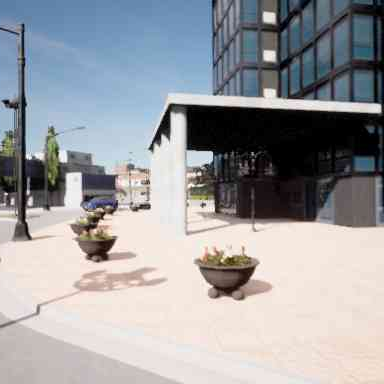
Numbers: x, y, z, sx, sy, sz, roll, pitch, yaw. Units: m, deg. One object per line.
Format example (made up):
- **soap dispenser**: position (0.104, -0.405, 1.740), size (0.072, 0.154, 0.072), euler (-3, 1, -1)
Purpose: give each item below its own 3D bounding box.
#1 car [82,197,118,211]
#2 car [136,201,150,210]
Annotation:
- **car**: position (-13.100, 1.704, 47.655), size (2.150, 2.045, 5.566), euler (-1, 0, 30)
- **car**: position (-7.060, 2.078, 50.819), size (1.895, 1.301, 4.718), euler (-1, -1, 30)
